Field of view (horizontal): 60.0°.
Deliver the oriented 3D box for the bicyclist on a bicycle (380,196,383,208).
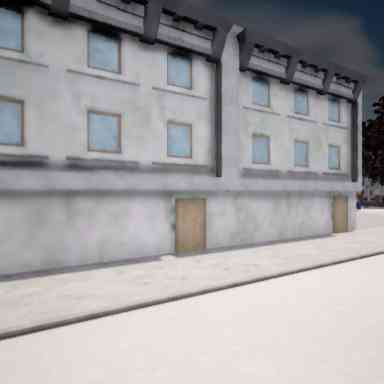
[{"bbox_3d":[25.923,1.324,45.126,1.656,1.620,0.582,0,0,-36],"label":"bicyclist on a bicycle"}]
